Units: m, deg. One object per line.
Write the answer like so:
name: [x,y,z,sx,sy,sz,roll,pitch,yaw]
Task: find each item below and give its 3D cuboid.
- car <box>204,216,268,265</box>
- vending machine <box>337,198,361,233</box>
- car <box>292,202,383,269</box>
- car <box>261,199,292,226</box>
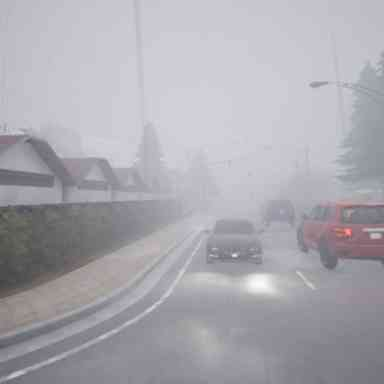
car: [1.608,1.731,12.637,1.837,1.490,4.892,-1,-1,7]
vending machine: [9.670,1.453,20.517,1.100,2.100,0.880,-1,-1,6]
car: [5.326,1.377,11.822,2.150,2.045,5.566,-1,-2,6]
car: [7.035,1.640,27.464,2.150,2.045,5.566,-1,-1,6]
